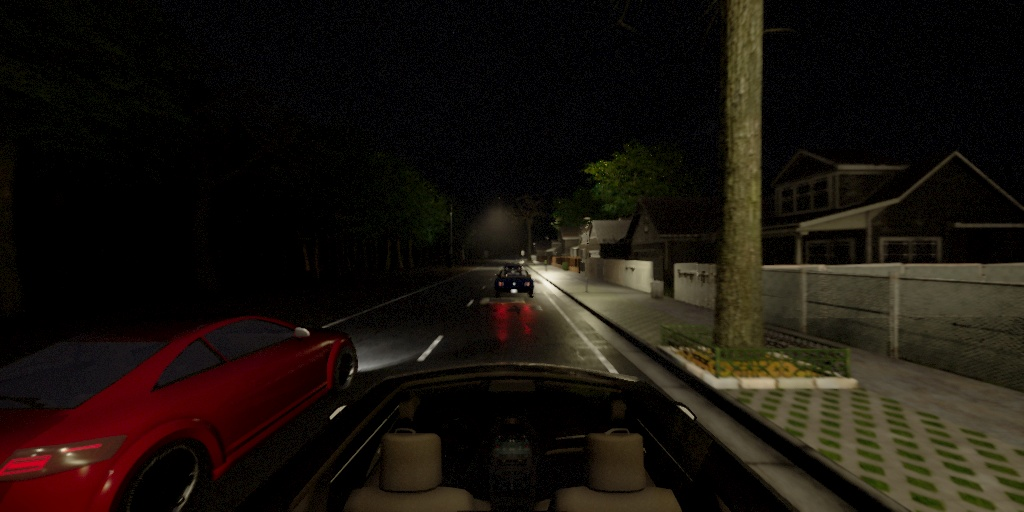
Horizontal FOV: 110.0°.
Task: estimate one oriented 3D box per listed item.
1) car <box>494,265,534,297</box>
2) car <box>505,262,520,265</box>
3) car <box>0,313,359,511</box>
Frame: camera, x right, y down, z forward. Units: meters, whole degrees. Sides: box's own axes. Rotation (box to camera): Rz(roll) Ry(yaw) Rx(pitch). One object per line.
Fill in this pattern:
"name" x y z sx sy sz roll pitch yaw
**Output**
"car" 0.102 1.327 18.738 1.895 1.301 4.718 0 0 0
"car" 0.099 1.282 38.824 1.895 1.301 4.718 0 0 0
"car" -3.398 1.312 3.957 1.994 1.385 4.181 0 0 0
